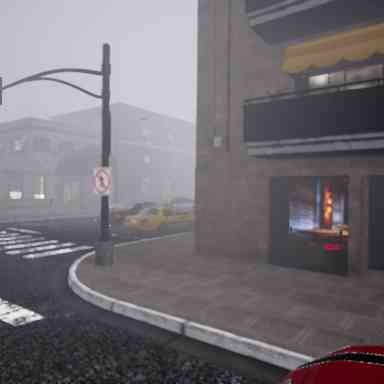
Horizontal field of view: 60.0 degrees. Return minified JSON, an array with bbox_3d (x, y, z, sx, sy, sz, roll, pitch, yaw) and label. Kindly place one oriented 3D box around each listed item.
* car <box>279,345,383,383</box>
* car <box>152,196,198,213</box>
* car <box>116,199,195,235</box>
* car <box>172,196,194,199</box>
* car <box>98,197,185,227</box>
[{"bbox_3d":[2.149,1.454,1.340,4.097,1.590,1.967,1,1,36],"label":"car"},{"bbox_3d":[-1.503,1.102,31.062,1.887,1.381,4.507,2,1,36],"label":"car"},{"bbox_3d":[-1.310,1.285,17.053,1.752,1.417,4.829,2,1,36],"label":"car"},{"bbox_3d":[0.394,1.199,29.276,1.895,1.301,4.718,1,1,36],"label":"car"},{"bbox_3d":[-2.881,1.260,19.478,2.033,1.411,5.357,1,1,36],"label":"car"}]
